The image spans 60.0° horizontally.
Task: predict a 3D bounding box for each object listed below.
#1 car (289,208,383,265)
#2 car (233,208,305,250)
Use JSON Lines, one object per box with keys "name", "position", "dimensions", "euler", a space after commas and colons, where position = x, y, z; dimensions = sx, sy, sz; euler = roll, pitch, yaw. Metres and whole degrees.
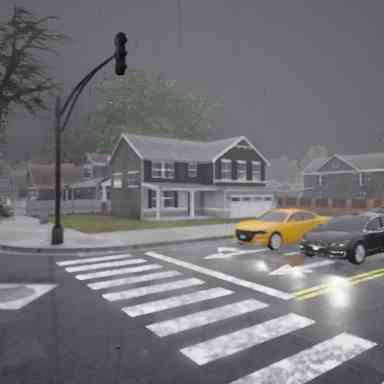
{"name": "car", "position": [5.865, 1.514, 11.848], "dimensions": [4.892, 1.490, 1.837], "euler": [0, 0, -35]}
{"name": "car", "position": [4.009, 1.487, 14.525], "dimensions": [5.008, 1.535, 1.882], "euler": [0, 0, -36]}
